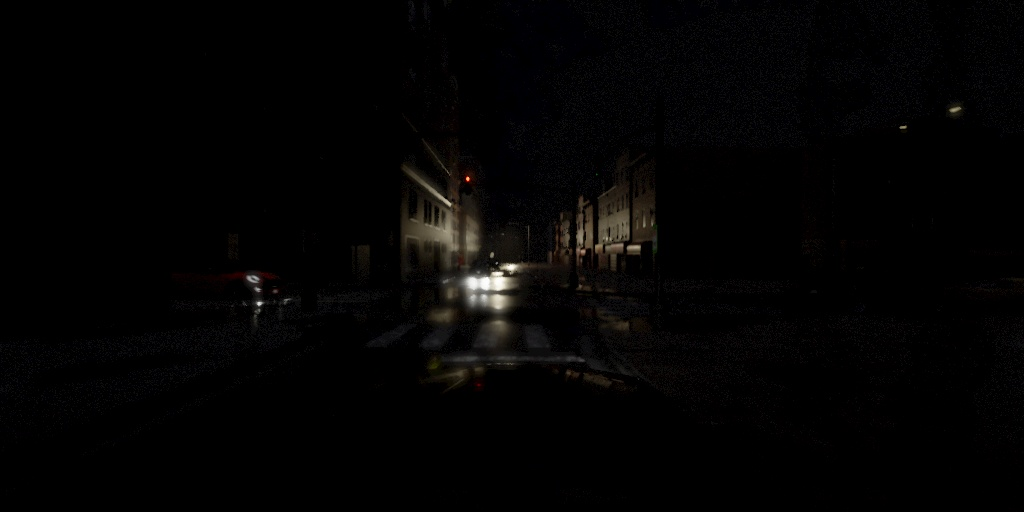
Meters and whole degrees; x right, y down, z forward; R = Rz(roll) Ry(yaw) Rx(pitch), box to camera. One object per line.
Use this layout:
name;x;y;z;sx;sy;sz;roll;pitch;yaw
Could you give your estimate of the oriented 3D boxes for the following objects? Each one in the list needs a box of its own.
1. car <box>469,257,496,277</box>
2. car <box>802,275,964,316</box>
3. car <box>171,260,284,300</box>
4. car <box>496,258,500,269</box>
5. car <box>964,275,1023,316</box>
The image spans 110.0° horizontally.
car;-2.853;1.102;32.970;2.128;1.511;4.902;0;0;0
car;13.212;1.384;13.229;4.313;1.339;1.948;0;0;0
car;-12.666;0.966;15.777;4.553;1.767;2.097;0;0;0
car;-2.840;0.981;50.696;2.097;1.767;4.553;0;0;0
car;19.005;1.387;13.244;4.829;1.417;1.751;0;0;0
